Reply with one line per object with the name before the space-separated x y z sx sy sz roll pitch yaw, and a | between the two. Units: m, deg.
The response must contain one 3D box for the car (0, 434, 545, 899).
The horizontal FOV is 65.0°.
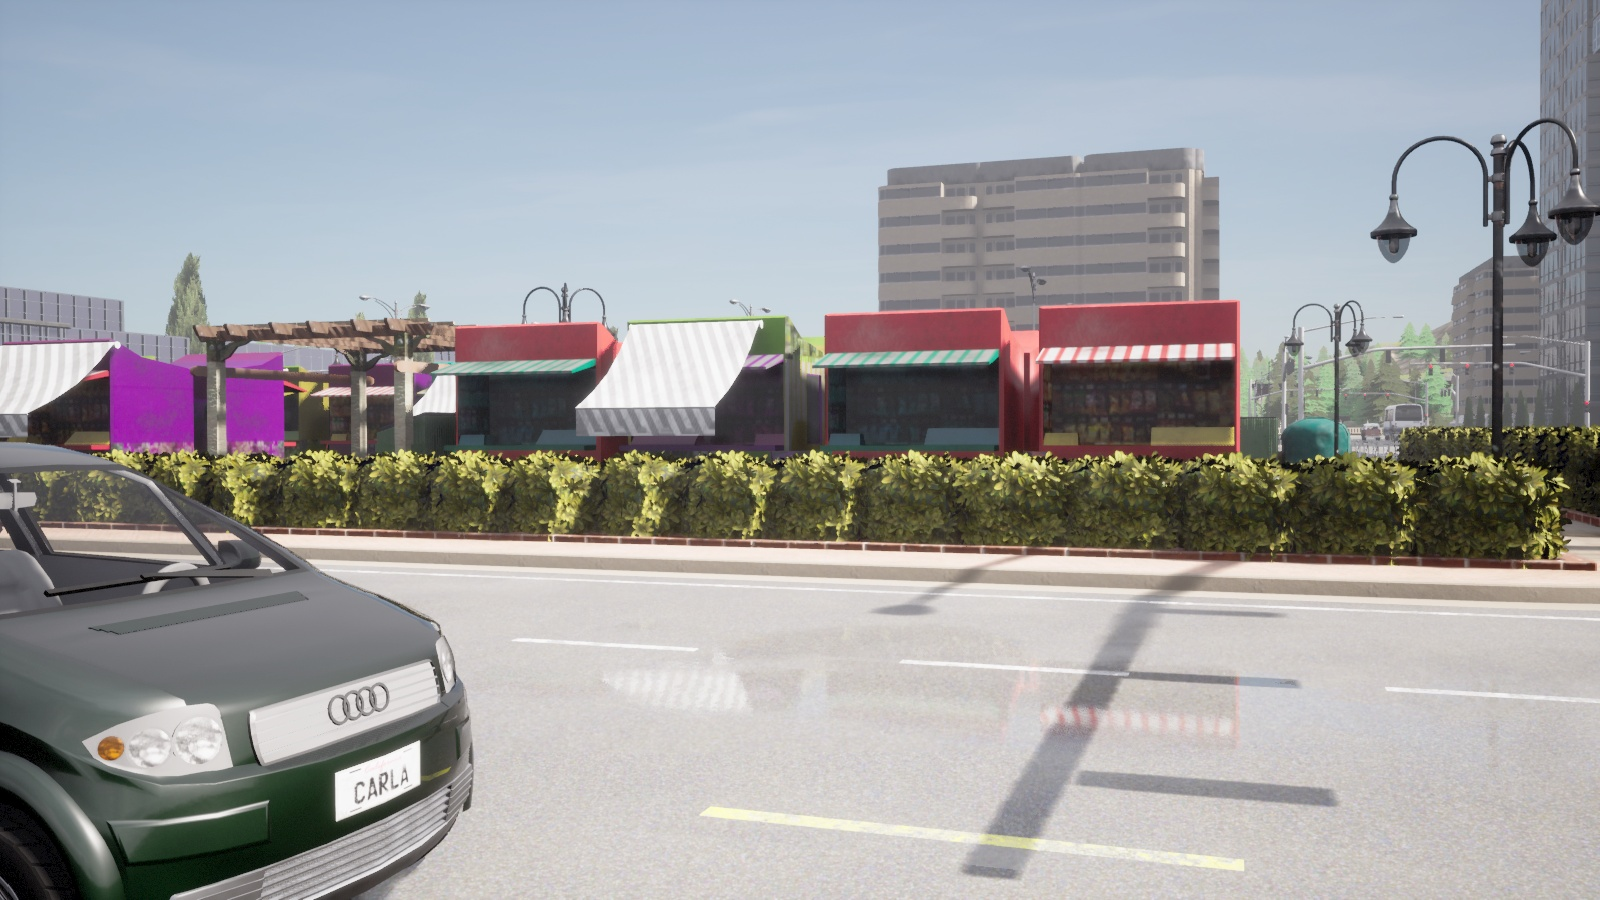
car | -2.942 0.727 4.181 3.705 1.549 1.789 0 1 19
